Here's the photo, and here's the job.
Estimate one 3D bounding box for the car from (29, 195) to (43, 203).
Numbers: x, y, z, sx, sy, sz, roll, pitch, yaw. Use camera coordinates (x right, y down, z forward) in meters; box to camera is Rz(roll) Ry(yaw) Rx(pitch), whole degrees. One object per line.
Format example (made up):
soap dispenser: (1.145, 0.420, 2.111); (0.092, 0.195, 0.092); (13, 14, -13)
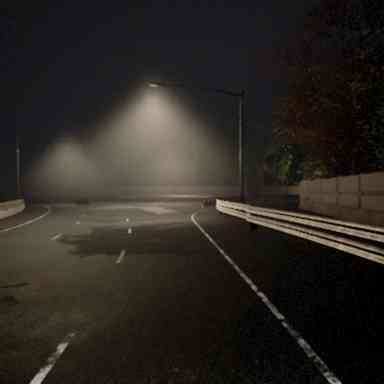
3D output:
car: (-31.375, 1.342, 66.965); (1.812, 1.442, 4.674); (0, 0, -39)

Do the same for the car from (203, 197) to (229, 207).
car: (3.592, 1.352, 47.669); (2.033, 1.411, 5.357); (0, 0, 32)

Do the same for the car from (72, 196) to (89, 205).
car: (-17.841, 1.363, 53.277); (1.812, 1.442, 4.674); (0, 0, -30)
